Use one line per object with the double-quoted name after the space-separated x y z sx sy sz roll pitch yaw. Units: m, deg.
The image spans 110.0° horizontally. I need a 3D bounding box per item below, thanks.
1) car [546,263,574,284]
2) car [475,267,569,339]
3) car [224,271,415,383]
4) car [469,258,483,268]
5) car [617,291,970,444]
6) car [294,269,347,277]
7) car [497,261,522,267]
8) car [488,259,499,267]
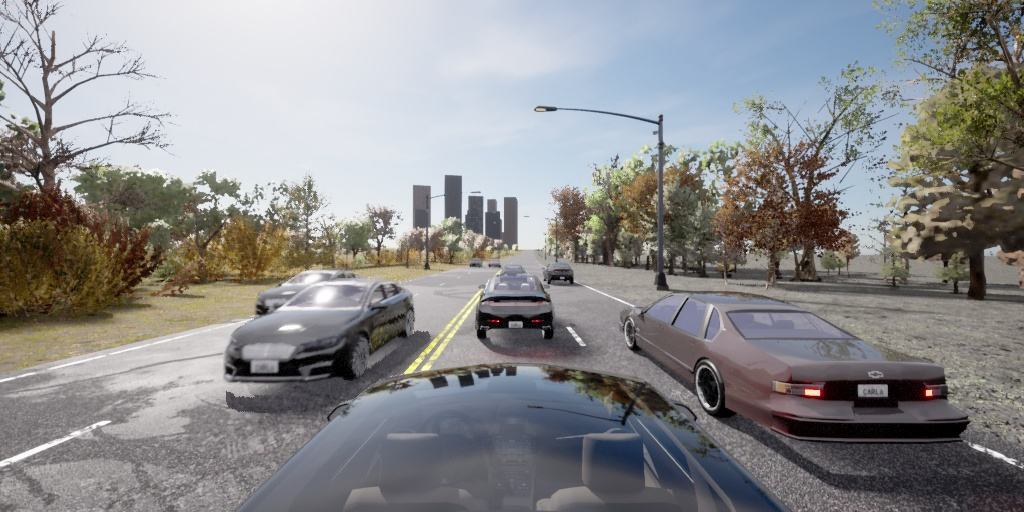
3.352 1.227 26.452 1.837 1.490 4.892 -1 0 0 "car"
0.066 1.240 10.023 2.128 1.511 4.902 0 0 0 "car"
-3.376 1.241 7.335 2.128 1.511 4.902 0 0 0 "car"
-5.972 1.159 59.808 1.837 1.490 4.892 0 0 2 "car"
3.342 1.281 5.837 2.033 1.411 5.357 0 0 0 "car"
-6.642 1.239 12.538 2.128 1.511 4.902 0 0 0 "car"
0.103 1.293 26.773 1.994 1.385 4.181 0 0 0 "car"
-2.799 1.177 57.312 1.812 1.442 4.674 0 0 2 "car"
